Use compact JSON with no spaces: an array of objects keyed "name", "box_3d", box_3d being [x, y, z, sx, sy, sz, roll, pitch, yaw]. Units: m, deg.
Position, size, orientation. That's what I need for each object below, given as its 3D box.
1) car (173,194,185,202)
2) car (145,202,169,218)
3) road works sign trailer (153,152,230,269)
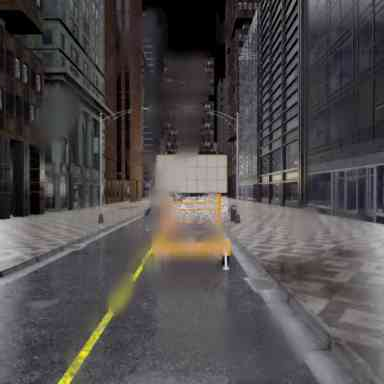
[{"name":"car","box_3d":[-3.080,1.521,70.845,1.812,1.442,4.674,0,0,0]},{"name":"car","box_3d":[-3.133,1.600,30.242,1.895,1.301,4.718,0,0,0]},{"name":"road works sign trailer","box_3d":[-0.007,0.463,11.069,2.380,3.560,2.880,0,0,0]}]
